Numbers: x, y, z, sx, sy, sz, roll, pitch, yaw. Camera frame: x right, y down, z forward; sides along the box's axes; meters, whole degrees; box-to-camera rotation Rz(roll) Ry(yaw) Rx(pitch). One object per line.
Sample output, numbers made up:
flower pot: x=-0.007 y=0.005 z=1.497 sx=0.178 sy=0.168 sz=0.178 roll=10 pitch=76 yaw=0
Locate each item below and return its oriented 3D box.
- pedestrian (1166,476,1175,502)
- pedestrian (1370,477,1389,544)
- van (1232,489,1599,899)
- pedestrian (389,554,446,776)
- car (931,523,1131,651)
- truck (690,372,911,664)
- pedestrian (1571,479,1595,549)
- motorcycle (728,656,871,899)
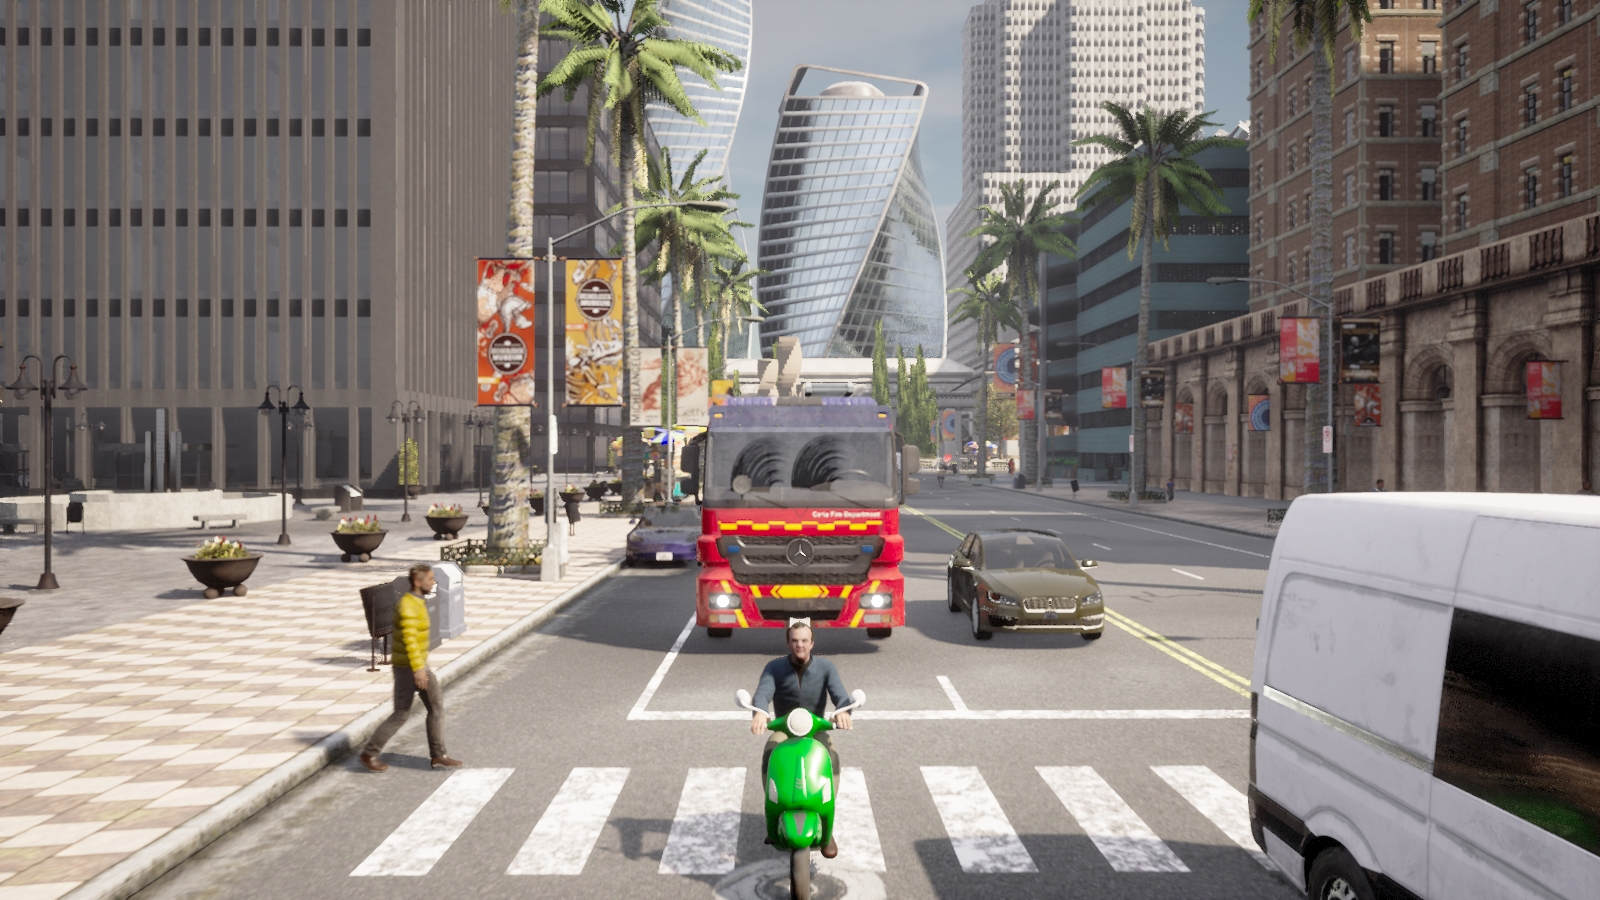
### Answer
pedestrian: x=18.856 y=1.976 z=58.135 sx=0.375 sy=1.300 sz=0.375 roll=0 pitch=0 yaw=8
pedestrian: x=16.357 y=1.696 z=32.254 sx=0.375 sy=1.860 sz=0.375 roll=0 pitch=0 yaw=3
van: x=3.920 y=1.534 z=4.290 sx=1.988 sy=2.561 sz=5.915 roll=0 pitch=0 yaw=-4
pedestrian: x=-3.321 y=1.849 z=9.934 sx=0.375 sy=1.860 sz=0.375 roll=0 pitch=0 yaw=0
car: x=3.502 y=2.061 z=18.363 sx=2.231 sy=1.480 sz=4.892 roll=0 pitch=0 yaw=0
truck: x=0.009 y=0.891 z=19.175 sx=2.891 sy=3.827 sz=8.468 roll=0 pitch=0 yaw=0
pedestrian: x=20.886 y=1.696 z=30.491 sx=0.375 sy=1.860 sz=0.375 roll=0 pitch=0 yaw=0
motorcycle: x=0.000 y=2.182 z=7.738 sx=0.856 sy=1.236 sz=1.805 roll=0 pitch=0 yaw=0
